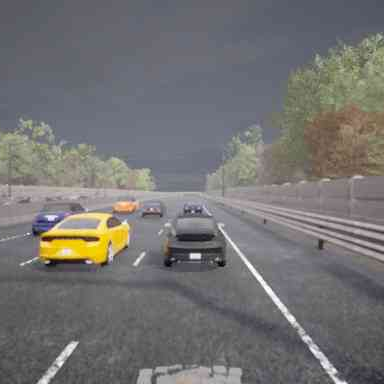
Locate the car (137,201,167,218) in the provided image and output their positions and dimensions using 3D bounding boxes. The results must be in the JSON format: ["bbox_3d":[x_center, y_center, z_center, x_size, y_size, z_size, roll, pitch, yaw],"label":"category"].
[{"bbox_3d":[-3.398,1.537,30.552,2.033,1.411,5.357,0,0,0],"label":"car"}]

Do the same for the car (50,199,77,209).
[{"bbox_3d":[-17.578,1.592,45.823,1.895,1.301,4.718,0,0,0],"label":"car"}]

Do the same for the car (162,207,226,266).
[{"bbox_3d":[0.094,1.498,11.509,1.837,1.490,4.892,0,0,0],"label":"car"}]

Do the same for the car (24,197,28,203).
[{"bbox_3d":[-21.068,1.469,46.753,1.882,1.535,5.008,0,0,0],"label":"car"}]

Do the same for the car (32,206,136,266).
[{"bbox_3d":[-3.399,1.470,11.488,1.882,1.535,5.008,0,0,0],"label":"car"}]

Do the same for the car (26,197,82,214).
[{"bbox_3d":[-6.899,1.341,18.402,2.097,1.767,4.553,0,0,0],"label":"car"}]

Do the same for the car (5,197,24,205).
[{"bbox_3d":[-24.561,1.484,47.165,2.128,1.511,4.902,0,0,0],"label":"car"}]

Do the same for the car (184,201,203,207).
[{"bbox_3d":[0.103,1.590,34.104,1.895,1.301,4.718,0,0,0],"label":"car"}]

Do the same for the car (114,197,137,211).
[{"bbox_3d":[-6.897,1.341,35.628,2.097,1.767,4.553,0,0,0],"label":"car"}]
